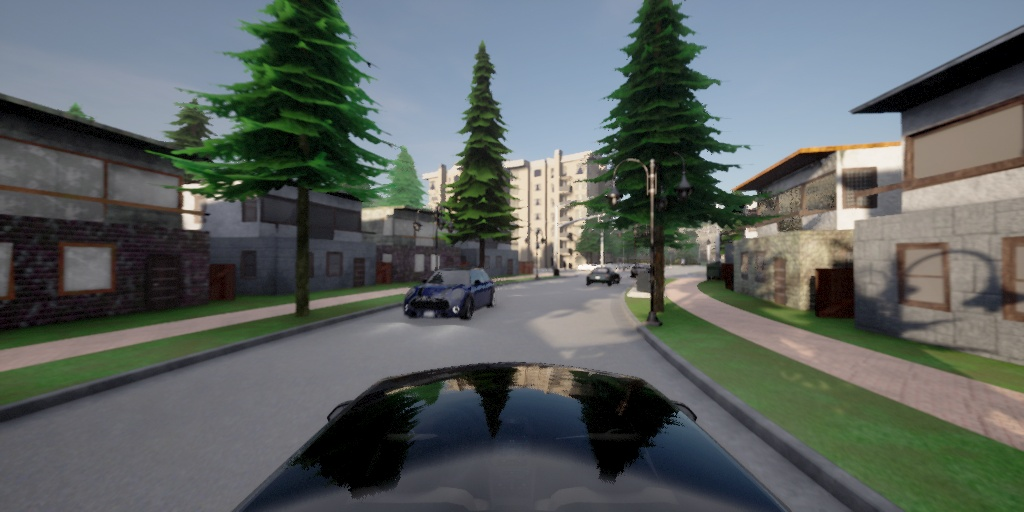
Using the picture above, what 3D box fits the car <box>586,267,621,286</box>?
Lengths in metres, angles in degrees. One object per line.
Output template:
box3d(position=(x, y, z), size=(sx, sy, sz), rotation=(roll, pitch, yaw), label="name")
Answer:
box3d(position=(7.310, 1.583, 28.469), size=(1.994, 1.385, 4.181), rotation=(0, -1, 28), label="car")

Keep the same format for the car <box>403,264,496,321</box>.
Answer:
box3d(position=(-2.059, 1.199, 13.070), size=(2.097, 1.767, 4.553), rotation=(0, -1, 12), label="car")

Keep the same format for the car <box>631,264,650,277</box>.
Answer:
box3d(position=(15.035, 1.662, 41.141), size=(2.128, 1.511, 4.902), rotation=(0, -1, 34), label="car")
